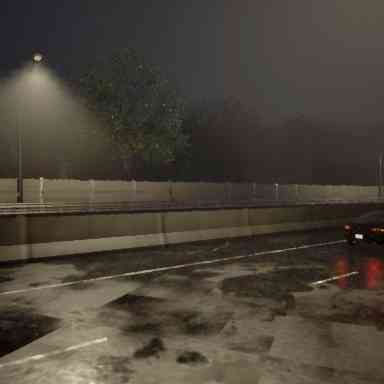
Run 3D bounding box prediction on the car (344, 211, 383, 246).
[{"bbox_3d":[8.269,1.536,14.066,4.674,1.442,1.812,0,0,-35],"label":"car"}]
